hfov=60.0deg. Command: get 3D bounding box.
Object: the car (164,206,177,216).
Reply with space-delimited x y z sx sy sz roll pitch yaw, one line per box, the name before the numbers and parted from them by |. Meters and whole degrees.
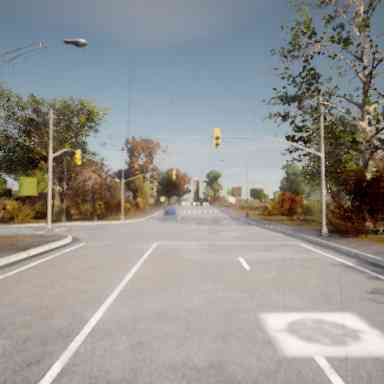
car | -3.492 3.070 54.849 1.882 1.535 5.008 0 -1 0
